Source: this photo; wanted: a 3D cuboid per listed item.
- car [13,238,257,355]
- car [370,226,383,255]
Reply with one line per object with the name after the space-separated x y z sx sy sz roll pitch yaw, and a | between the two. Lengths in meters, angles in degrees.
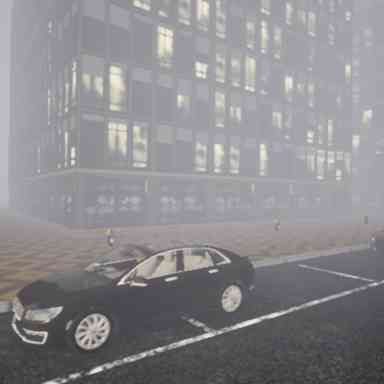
-0.747 1.576 6.024 4.403 1.369 2.008 1 0 -36 | car
8.521 1.676 12.635 4.507 1.381 1.887 1 0 -36 | car
